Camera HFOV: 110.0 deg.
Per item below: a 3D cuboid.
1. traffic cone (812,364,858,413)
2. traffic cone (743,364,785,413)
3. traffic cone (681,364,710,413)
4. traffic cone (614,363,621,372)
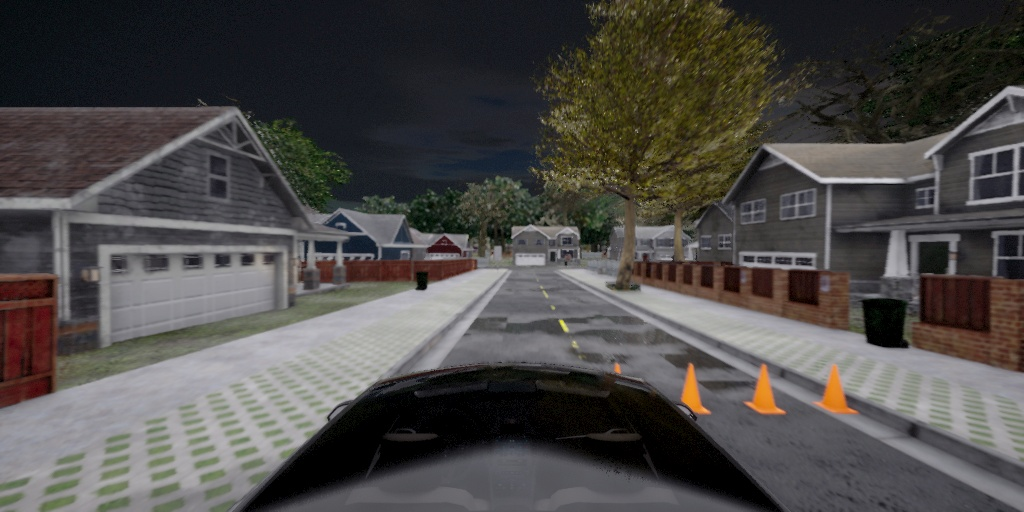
[{"bbox_3d":[4.388,1.775,4.883,0.340,0.580,0.340,0,0,1],"label":"traffic cone"},{"bbox_3d":[3.407,1.764,4.855,0.340,0.580,0.340,0,0,-1],"label":"traffic cone"},{"bbox_3d":[2.408,1.753,4.831,0.340,0.580,0.340,0,0,-1],"label":"traffic cone"},{"bbox_3d":[1.409,1.742,4.810,0.340,0.580,0.340,0,0,-1],"label":"traffic cone"}]
